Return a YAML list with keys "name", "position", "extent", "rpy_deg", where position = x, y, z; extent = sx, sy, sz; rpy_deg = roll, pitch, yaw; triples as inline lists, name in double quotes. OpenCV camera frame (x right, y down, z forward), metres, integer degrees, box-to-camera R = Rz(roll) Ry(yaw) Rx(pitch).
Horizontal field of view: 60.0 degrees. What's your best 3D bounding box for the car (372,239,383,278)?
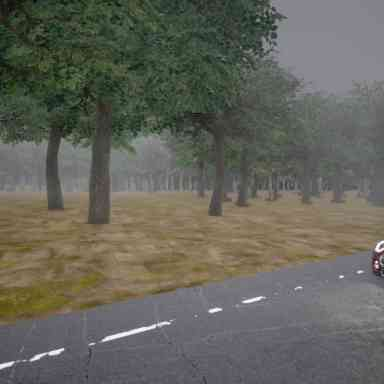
- name: "car"
  position: [6.751, 1.362, 8.801]
  extent: [4.553, 1.767, 2.097]
  rpy_deg: [0, 0, -35]
